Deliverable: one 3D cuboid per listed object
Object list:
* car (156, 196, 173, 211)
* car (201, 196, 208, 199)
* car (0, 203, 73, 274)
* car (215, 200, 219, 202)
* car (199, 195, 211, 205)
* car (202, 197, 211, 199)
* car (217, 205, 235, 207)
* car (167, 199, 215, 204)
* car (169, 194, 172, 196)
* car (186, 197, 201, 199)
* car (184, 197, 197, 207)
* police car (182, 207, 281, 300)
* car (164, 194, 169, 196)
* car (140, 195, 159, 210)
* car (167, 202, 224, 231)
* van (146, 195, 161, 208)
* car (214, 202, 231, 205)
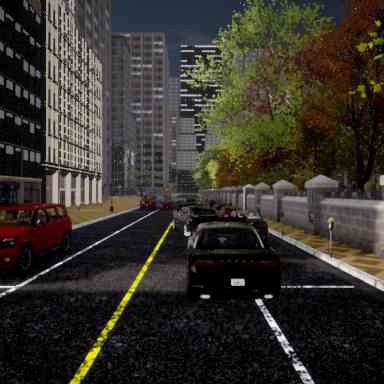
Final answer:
[{"bbox_3d":[-2.906,1.554,40.414,1.994,1.385,4.181,0,0,0],"label":"car"},{"bbox_3d":[2.366,1.568,49.410,1.802,1.307,4.206,0,0,0],"label":"car"},{"bbox_3d":[-5.475,1.314,10.673,2.192,1.841,5.009,0,0,0],"label":"car"},{"bbox_3d":[2.472,1.561,27.211,1.947,1.339,4.313,0,0,0],"label":"car"},{"bbox_3d":[2.313,1.418,60.509,1.967,1.590,4.097,0,0,0],"label":"car"},{"bbox_3d":[2.419,1.557,38.310,1.947,1.339,4.313,0,0,0],"label":"car"},{"bbox_3d":[2.526,1.548,16.111,2.008,1.369,4.403,0,0,0],"label":"car"},{"bbox_3d":[0.078,1.501,24.801,1.837,1.490,4.892,0,0,17],"label":"car"},{"bbox_3d":[-5.647,1.282,77.167,2.192,1.841,5.009,0,0,0],"label":"car"},{"bbox_3d":[-0.156,1.515,43.468,1.812,1.442,4.674,0,0,0],"label":"car"},{"bbox_3d":[-0.215,1.531,53.451,2.033,1.411,5.357,0,0,0],"label":"car"},{"bbox_3d":[0.819,1.424,8.585,1.930,1.638,5.238,0,0,0],"label":"police car"},{"bbox_3d":[-5.712,1.504,60.374,1.752,1.417,4.829,0,0,0],"label":"car"},{"bbox_3d":[-5.633,1.304,43.922,2.192,1.841,5.009,0,0,0],"label":"car"},{"bbox_3d":[0.174,1.502,18.208,1.837,1.490,4.892,0,0,-15],"label":"car"},{"bbox_3d":[-5.659,1.327,49.463,1.690,1.788,3.998,0,0,0],"label":"van"},{"bbox_3d":[2.499,1.578,21.661,1.802,1.307,4.206,0,0,0],"label":"car"}]
